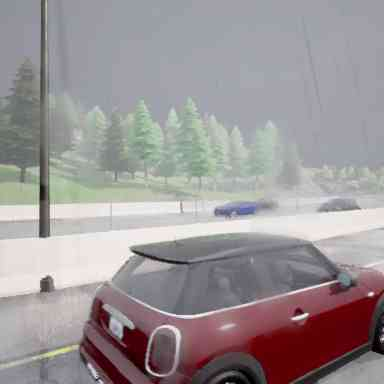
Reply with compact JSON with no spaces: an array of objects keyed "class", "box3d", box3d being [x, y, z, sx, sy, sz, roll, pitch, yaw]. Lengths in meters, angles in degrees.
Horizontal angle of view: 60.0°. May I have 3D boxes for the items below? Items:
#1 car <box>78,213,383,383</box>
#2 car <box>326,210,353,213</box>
[{"class":"car","box3d":[0.958,1.353,4.549,4.553,1.767,2.097,0,0,-36]},{"class":"car","box3d":[12.230,1.351,27.776,4.553,1.767,2.097,0,0,-43]}]
